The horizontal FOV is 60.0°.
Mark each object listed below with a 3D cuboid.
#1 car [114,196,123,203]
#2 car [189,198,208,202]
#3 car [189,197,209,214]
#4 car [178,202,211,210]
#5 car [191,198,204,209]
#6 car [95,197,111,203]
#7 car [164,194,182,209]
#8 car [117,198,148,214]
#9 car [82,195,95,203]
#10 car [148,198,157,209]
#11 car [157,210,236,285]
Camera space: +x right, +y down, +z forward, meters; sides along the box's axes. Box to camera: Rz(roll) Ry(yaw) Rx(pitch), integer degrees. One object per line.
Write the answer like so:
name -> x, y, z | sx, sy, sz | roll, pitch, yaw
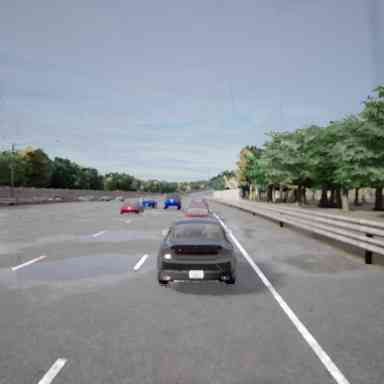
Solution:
car -> -16.803, 1.773, 77.051 | 1.812, 1.442, 4.674 | 0, 0, 0
car -> 0.481, 1.535, 27.312 | 1.837, 1.490, 4.892 | 0, 0, 1
car -> 0.736, 1.445, 37.047 | 2.097, 1.767, 4.553 | 0, 0, 1
car -> 0.329, 1.519, 19.600 | 1.812, 1.442, 4.674 | 0, 0, 1
car -> 0.852, 1.705, 49.047 | 1.812, 1.442, 4.674 | 0, 0, 0
car -> -20.303, 1.820, 76.997 | 1.895, 1.301, 4.718 | 0, 0, 0
car -> -2.657, 1.363, 46.958 | 2.150, 2.045, 5.566 | 0, 0, 0
car -> -6.289, 1.604, 35.462 | 1.994, 1.385, 4.181 | 0, 0, 1
car -> -23.802, 1.557, 77.034 | 2.097, 1.767, 4.553 | 0, 0, 0
car -> -6.155, 1.604, 48.192 | 1.882, 1.535, 5.008 | 0, -1, 1
car -> 0.132, 1.483, 9.404 | 1.837, 1.490, 4.892 | 0, 0, 1
